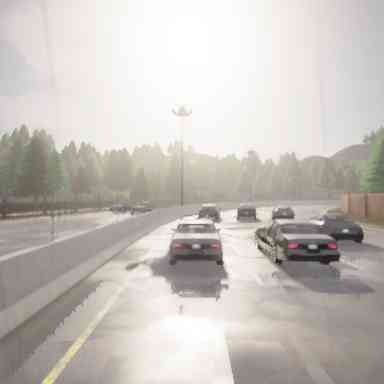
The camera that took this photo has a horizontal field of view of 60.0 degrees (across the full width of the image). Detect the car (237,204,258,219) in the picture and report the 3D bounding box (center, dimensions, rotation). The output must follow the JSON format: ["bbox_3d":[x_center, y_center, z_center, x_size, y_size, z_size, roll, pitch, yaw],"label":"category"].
[{"bbox_3d":[5.633,1.940,33.987,1.882,1.535,5.008,0,-1,11],"label":"car"}]

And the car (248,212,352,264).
[{"bbox_3d":[3.648,1.723,12.478,2.033,1.411,5.357,0,-1,1],"label":"car"}]

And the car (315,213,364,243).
[{"bbox_3d":[7.267,1.816,17.614,1.994,1.385,4.181,0,-1,2],"label":"car"}]

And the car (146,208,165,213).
[{"bbox_3d":[-4.375,2.095,38.489,1.895,1.301,4.718,0,-1,13],"label":"car"}]

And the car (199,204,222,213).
[{"bbox_3d":[1.793,1.938,32.548,1.837,1.490,4.892,0,-1,10],"label":"car"}]

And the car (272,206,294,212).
[{"bbox_3d":[8.987,2.020,32.865,1.994,1.385,4.181,0,-1,11],"label":"car"}]

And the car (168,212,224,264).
[{"bbox_3d":[0.148,1.714,12.507,2.033,1.411,5.357,0,-1,1],"label":"car"}]
